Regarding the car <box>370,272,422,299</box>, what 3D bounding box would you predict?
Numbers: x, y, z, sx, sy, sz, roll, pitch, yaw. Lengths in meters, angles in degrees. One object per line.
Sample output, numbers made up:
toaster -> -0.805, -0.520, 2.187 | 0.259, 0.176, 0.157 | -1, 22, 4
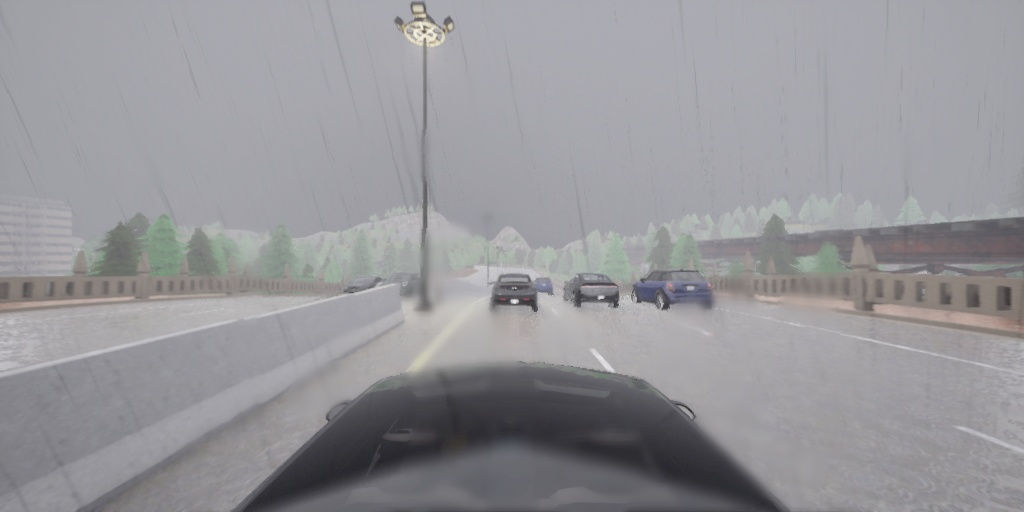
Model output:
car -> -7.101, 1.836, 23.253 | 2.097, 1.767, 4.553 | 0, -4, 0

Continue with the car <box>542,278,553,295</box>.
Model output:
car -> 3.594, 3.695, 42.930 | 2.150, 2.045, 5.566 | 0, -6, 0

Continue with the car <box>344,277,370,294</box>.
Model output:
car -> -10.601, 2.246, 26.483 | 1.837, 1.490, 4.892 | 0, -5, 0

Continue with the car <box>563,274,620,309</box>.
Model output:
car -> 3.597, 1.576, 16.886 | 2.128, 1.511, 4.902 | 0, -3, 0

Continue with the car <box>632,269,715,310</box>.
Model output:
car -> 7.098, 1.407, 16.330 | 2.097, 1.767, 4.553 | 0, -3, 0

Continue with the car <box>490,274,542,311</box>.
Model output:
car -> 0.098, 1.539, 15.876 | 1.837, 1.490, 4.892 | 0, -2, 0
